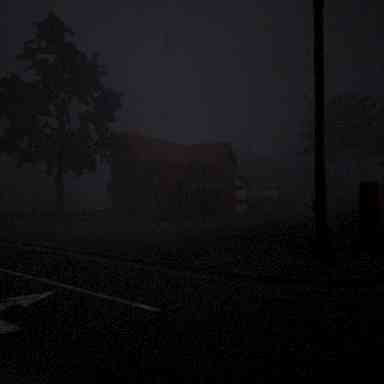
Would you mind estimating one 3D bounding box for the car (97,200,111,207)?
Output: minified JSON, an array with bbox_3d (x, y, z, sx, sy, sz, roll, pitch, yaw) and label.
[{"bbox_3d":[-15.436,2.100,61.412,1.994,1.385,4.181,-1,-1,34],"label":"car"}]
